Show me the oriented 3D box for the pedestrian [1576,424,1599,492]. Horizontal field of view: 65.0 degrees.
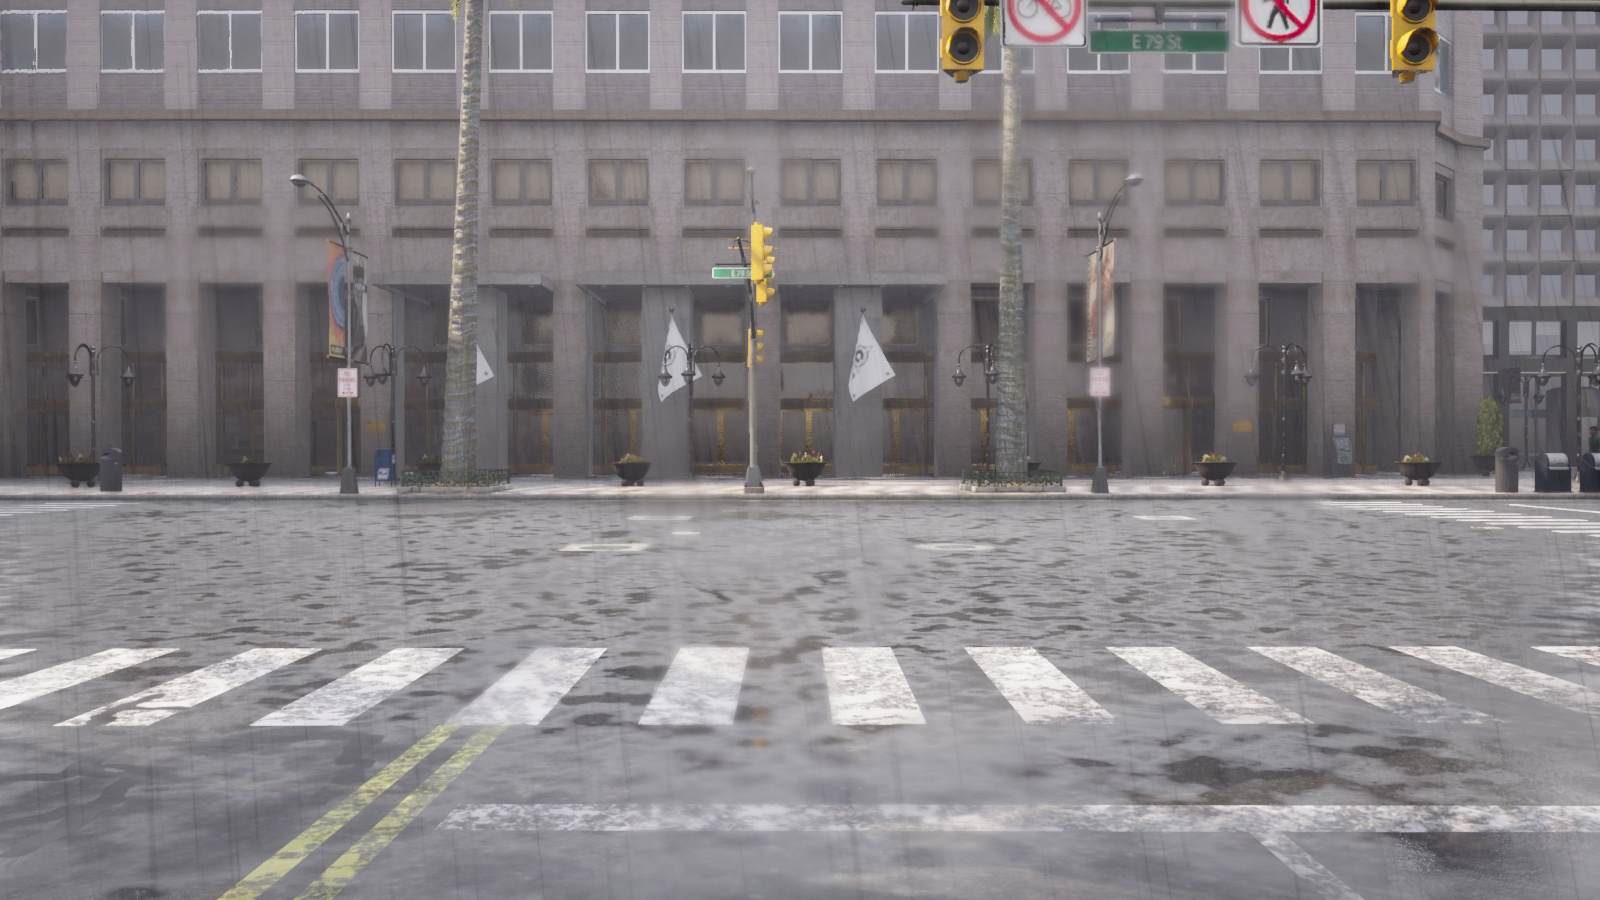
[{"bbox_3d":[22.836,0.218,36.101,0.788,1.949,0.423,0,0,-4],"label":"pedestrian"}]
